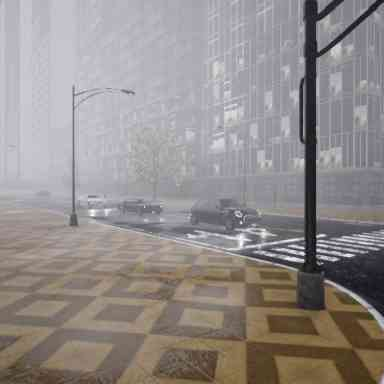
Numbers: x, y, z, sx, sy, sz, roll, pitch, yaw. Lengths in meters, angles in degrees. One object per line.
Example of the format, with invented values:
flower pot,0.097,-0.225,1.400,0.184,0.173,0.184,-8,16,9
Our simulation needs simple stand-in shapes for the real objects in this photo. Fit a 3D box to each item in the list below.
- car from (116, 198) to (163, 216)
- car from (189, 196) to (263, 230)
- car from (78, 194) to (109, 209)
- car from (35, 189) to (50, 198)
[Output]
car,-4.287,1.171,26.993,1.895,1.301,4.718,0,1,-38
car,1.872,1.104,19.190,2.097,1.767,4.553,0,1,-38
car,-10.533,0.910,34.941,1.812,1.442,4.674,0,1,-38
car,-28.630,0.236,63.570,1.882,1.535,5.008,0,1,-38
